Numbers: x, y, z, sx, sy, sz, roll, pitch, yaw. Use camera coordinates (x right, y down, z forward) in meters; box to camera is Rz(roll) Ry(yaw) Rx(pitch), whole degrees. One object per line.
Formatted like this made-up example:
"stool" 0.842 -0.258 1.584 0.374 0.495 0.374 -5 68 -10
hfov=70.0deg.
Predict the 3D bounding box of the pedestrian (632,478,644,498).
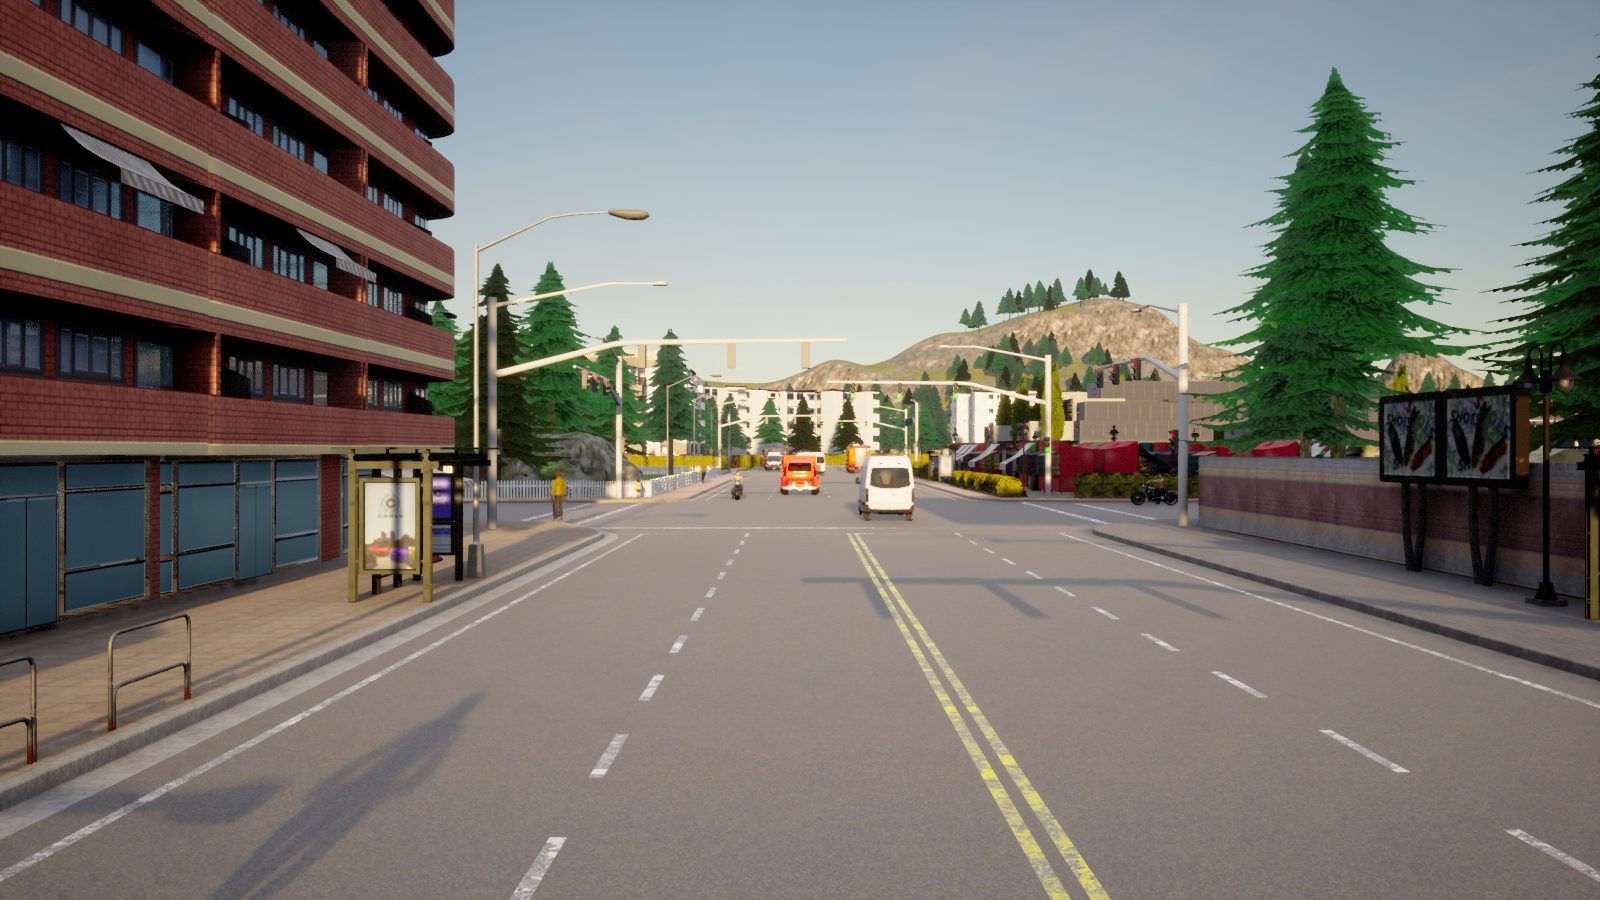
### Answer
"pedestrian" -8.840 2.079 62.334 0.500 1.100 0.500 0 0 9

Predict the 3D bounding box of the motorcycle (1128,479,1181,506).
"motorcycle" 17.582 2.102 56.689 2.356 1.307 0.764 0 0 0

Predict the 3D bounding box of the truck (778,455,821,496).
"truck" -0.006 1.572 72.542 2.627 2.467 5.204 0 0 0

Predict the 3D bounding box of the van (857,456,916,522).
"van" 3.506 1.526 47.349 1.988 2.561 5.915 0 0 0

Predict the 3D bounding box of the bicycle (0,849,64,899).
"bicycle" -3.503 2.233 4.031 0.859 1.126 1.487 0 0 0

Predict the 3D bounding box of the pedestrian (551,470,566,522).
"pedestrian" -8.632 1.644 40.836 0.375 1.860 0.375 0 0 -37
